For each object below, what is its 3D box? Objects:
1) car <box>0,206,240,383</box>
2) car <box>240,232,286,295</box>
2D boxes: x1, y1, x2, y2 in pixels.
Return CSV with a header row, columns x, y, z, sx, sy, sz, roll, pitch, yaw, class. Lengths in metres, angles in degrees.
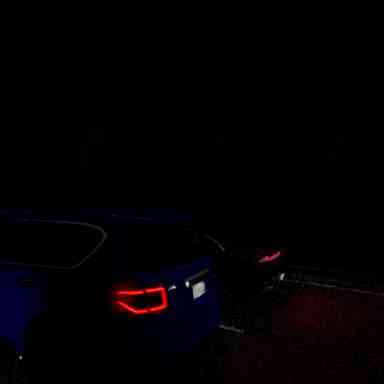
x,y,z,sx,sy,sz,roll,pitch,yaw,class
-2.320,1.242,5.071,5.566,2.045,2.150,0,-1,26,car
-0.324,1.516,7.883,4.902,1.511,2.128,0,0,26,car
